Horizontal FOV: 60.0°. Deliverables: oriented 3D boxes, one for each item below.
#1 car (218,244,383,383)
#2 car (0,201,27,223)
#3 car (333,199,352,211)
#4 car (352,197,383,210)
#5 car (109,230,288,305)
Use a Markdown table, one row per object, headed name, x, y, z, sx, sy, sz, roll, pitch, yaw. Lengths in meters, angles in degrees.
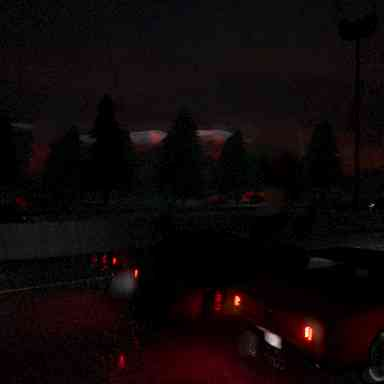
| name | x | y | z | sx | sy | sz | roll | pitch | yaw |
| --- | --- | --- | --- | --- | --- | --- | --- | --- | --- |
| car | 2.946 | 1.594 | 5.348 | 4.718 | 1.301 | 1.895 | 0 | 0 | -30 |
| car | -9.477 | 1.274 | 14.144 | 4.553 | 1.767 | 2.097 | 0 | 0 | -33 |
| car | 18.381 | 1.471 | 37.528 | 5.008 | 1.535 | 1.882 | 0 | 0 | -16 |
| car | 19.401 | 1.327 | 34.180 | 4.553 | 1.767 | 2.097 | 0 | 0 | -16 |
| car | 0.586 | 1.577 | 8.009 | 4.718 | 1.301 | 1.895 | 0 | 0 | -31 |
